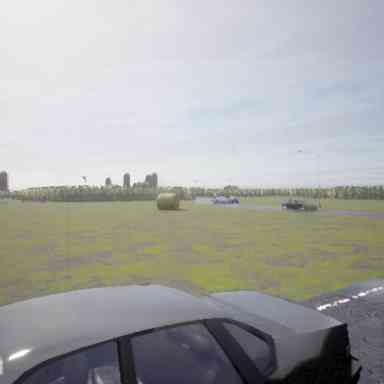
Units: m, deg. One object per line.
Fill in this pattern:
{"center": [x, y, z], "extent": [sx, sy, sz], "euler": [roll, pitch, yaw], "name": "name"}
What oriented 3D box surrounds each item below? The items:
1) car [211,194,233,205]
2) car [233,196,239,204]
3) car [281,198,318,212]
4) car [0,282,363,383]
{"center": [5.290, 1.582, 59.720], "extent": [1.812, 1.442, 4.674], "euler": [-1, 0, -14], "name": "car"}
{"center": [7.403, 1.558, 62.864], "extent": [1.812, 1.442, 4.674], "euler": [-1, 0, -12], "name": "car"}
{"center": [12.653, 1.534, 39.390], "extent": [1.837, 1.490, 4.892], "euler": [-1, 0, -25], "name": "car"}
{"center": [-0.883, 1.547, 2.442], "extent": [5.357, 1.411, 2.033], "euler": [0, 0, -35], "name": "car"}
